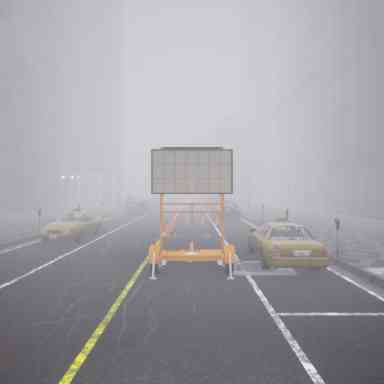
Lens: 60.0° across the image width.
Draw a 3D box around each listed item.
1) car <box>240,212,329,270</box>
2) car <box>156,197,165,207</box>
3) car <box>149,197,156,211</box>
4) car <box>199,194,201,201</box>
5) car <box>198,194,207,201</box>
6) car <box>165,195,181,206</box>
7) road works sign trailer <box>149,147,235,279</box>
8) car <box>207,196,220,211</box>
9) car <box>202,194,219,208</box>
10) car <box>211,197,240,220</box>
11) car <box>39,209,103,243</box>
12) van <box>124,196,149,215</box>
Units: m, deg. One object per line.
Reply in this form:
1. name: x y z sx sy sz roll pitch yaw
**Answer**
1. car: 2.866 1.520 10.851 1.752 1.417 4.829 0 0 1
2. car: -5.666 1.457 50.138 1.967 1.590 4.097 0 0 0
3. car: -5.666 1.564 38.860 1.947 1.339 4.313 0 0 0
4. car: 2.859 1.478 61.403 1.967 1.590 4.097 0 0 0
5. car: 2.858 1.433 89.601 2.192 1.841 5.009 0 0 0
6. car: -2.998 1.628 55.701 1.895 1.301 4.718 0 0 0
7. road works sign trailer: 0.000 0.460 9.960 2.380 3.560 2.880 0 0 0
8. car: 2.860 1.433 33.205 1.967 1.590 4.097 0 0 0
9. car: 2.859 1.322 44.485 2.192 1.841 5.009 0 0 0
10. car: 2.859 1.430 27.567 1.967 1.590 4.097 0 0 0
11. car: -5.667 1.519 16.096 1.752 1.417 4.829 0 0 1
12. van: -5.665 1.334 33.221 1.690 1.788 3.998 0 0 0
